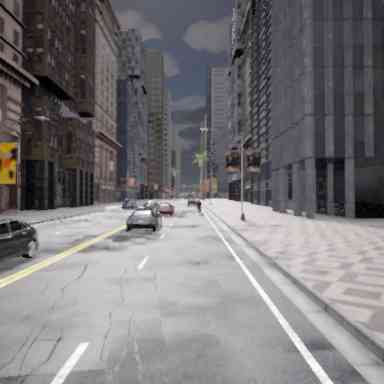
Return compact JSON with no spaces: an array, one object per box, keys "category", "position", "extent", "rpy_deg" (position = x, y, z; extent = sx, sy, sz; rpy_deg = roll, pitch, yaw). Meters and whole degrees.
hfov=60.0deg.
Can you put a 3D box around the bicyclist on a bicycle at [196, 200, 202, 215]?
[{"category":"bicyclist on a bicycle","position":[0.880,1.787,39.130],"extent":[0.659,1.776,1.843],"rpy_deg":[0,0,0]}]

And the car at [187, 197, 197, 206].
[{"category":"car","position":[-0.025,2.224,72.730],"extent":[1.837,1.490,4.892],"rpy_deg":[0,0,0]}]

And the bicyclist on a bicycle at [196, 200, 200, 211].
[{"category":"bicyclist on a bicycle","position":[0.879,1.962,48.152],"extent":[0.582,1.620,1.656],"rpy_deg":[0,-1,0]}]

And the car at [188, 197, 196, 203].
[{"category":"car","position":[-0.030,2.224,90.384],"extent":[2.128,1.511,4.902],"rpy_deg":[0,0,0]}]

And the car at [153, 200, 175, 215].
[{"category":"car","position":[-3.164,1.985,39.651],"extent":[1.994,1.385,4.181],"rpy_deg":[0,-1,0]}]

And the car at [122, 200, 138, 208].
[{"category":"car","position":[-9.818,2.058,52.690],"extent":[1.837,1.490,4.892],"rpy_deg":[0,0,1]}]

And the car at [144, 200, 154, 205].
[{"category":"car","position":[-6.567,2.046,52.808],"extent":[2.128,1.511,4.902],"rpy_deg":[0,-1,1]}]

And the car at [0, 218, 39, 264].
[{"category":"car","position":[-6.603,1.620,10.496],"extent":[1.837,1.490,4.892],"rpy_deg":[0,-1,0]}]

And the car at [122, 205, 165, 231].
[{"category":"car","position":[-3.158,1.808,22.497],"extent":[1.994,1.385,4.181],"rpy_deg":[0,-1,0]}]
